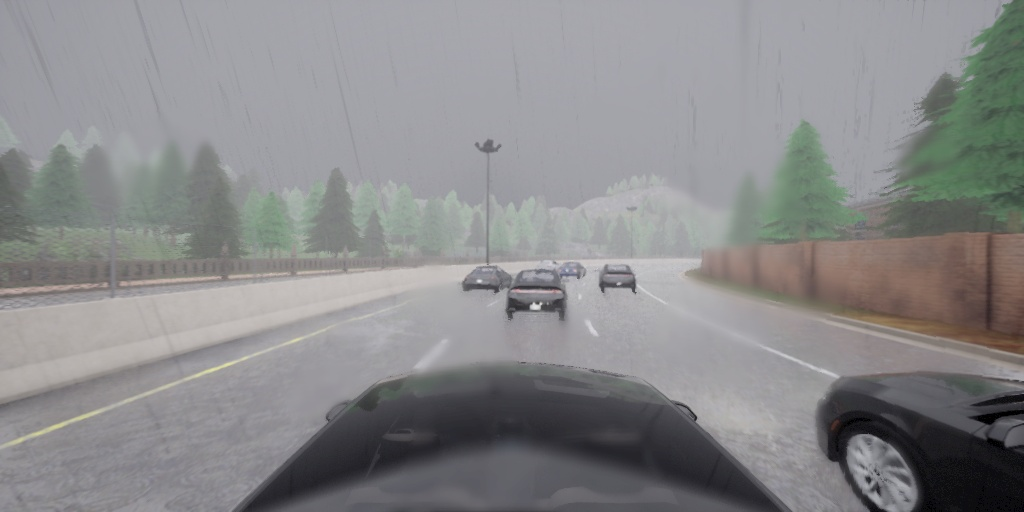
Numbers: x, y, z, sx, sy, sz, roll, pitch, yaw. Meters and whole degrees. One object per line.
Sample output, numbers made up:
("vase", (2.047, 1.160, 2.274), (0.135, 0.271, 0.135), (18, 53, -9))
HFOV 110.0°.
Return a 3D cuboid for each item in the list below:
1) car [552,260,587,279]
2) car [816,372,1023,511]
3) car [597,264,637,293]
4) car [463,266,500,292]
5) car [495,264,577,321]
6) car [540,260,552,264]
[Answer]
("car", (5.192, 1.193, 30.744), (2.033, 1.411, 5.357), (0, 0, 19))
("car", (3.694, 1.273, 1.253), (1.837, 1.490, 4.892), (0, 0, 0))
("car", (5.915, 1.186, 20.392), (2.128, 1.511, 4.902), (0, 0, 13))
("car", (-1.262, 1.228, 20.152), (1.994, 1.385, 4.181), (0, 0, 11))
("car", (0.942, 1.199, 12.353), (2.128, 1.511, 4.902), (0, 0, 7))
("car", (3.808, 1.139, 36.826), (1.812, 1.442, 4.674), (0, 0, 22))
